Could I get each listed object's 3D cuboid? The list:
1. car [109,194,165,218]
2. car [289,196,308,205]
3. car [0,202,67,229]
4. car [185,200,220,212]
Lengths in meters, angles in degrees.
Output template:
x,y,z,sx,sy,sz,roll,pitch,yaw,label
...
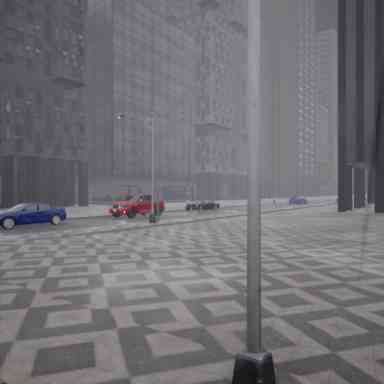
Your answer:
x,y,z,sx,sy,sz,roll,pitch,yaw,label
-4.778,1.185,29.835,2.150,2.045,5.566,0,0,36,car
17.647,1.397,55.079,1.882,1.535,5.008,0,0,36,car
-10.714,1.455,21.719,1.882,1.535,5.008,0,0,36,car
1.215,1.551,38.021,1.895,1.301,4.718,0,0,36,car
